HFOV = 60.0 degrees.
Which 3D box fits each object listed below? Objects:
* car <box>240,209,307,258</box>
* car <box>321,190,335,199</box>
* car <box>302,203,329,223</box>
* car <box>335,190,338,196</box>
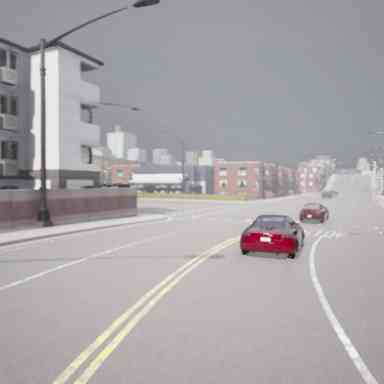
[{"bbox_3d":[3.269,1.582,13.170,1.994,1.385,4.181,1,0,22],"label":"car"},{"bbox_3d":[28.349,0.555,69.870,1.837,1.490,4.892,1,2,28],"label":"car"},{"bbox_3d":[9.814,1.587,26.731,1.812,1.442,4.674,1,2,28],"label":"car"},{"bbox_3d":[35.838,0.214,84.182,1.994,1.385,4.181,1,2,28],"label":"car"}]
